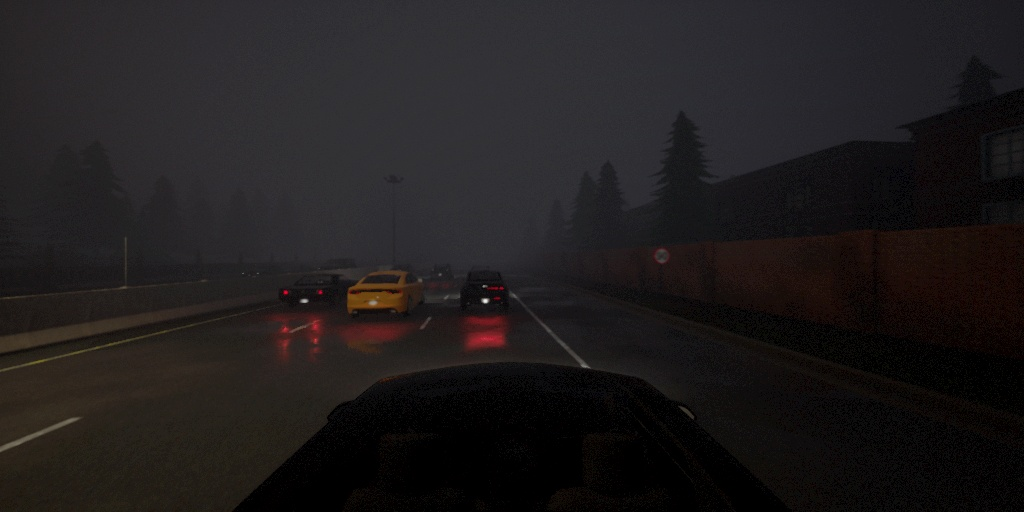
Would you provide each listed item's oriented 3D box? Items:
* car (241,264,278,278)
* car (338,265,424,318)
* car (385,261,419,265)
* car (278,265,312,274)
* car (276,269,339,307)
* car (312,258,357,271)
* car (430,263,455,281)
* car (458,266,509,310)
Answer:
[{"bbox_3d":[-24.370,1.543,35.303,1.837,1.490,4.892,0,0,-5],"label":"car"},{"bbox_3d":[-4.546,1.307,13.588,1.882,1.535,5.008,0,0,-5],"label":"car"},{"bbox_3d":[-9.898,1.453,32.973,1.837,1.490,4.892,0,0,-5],"label":"car"},{"bbox_3d":[-20.902,1.585,35.813,1.994,1.385,4.181,0,0,-5],"label":"car"},{"bbox_3d":[-8.308,1.463,16.178,1.895,1.301,4.718,0,0,-5],"label":"car"},{"bbox_3d":[-17.406,1.225,35.972,2.150,2.045,5.566,0,0,-5],"label":"car"},{"bbox_3d":[-6.411,1.421,33.268,2.128,1.511,4.902,0,0,-5],"label":"car"},{"bbox_3d":[-1.179,1.324,15.140,1.837,1.490,4.892,0,0,-5],"label":"car"}]
